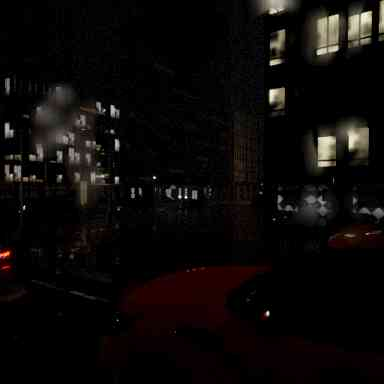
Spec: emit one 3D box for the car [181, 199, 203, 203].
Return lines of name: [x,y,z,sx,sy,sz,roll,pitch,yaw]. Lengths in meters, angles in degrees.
car: [-0.153,1.675,45.442,1.812,1.442,4.674,1,0,36]

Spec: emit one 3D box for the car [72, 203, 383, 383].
car: [1.781,1.221,2.415,5.566,2.045,2.150,0,0,35]

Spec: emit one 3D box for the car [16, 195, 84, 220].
car: [-12.241,1.279,29.166,2.150,2.045,5.566,1,0,39]

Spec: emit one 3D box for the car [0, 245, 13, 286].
car: [-6.121,1.522,8.034,4.674,1.442,1.812,0,0,35]

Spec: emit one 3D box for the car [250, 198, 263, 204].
car: [11.628,1.792,55.949,2.033,1.411,5.357,1,0,37]

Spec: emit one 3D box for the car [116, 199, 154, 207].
car: [-6.307,1.594,37.191,2.128,1.511,4.902,1,0,37]
